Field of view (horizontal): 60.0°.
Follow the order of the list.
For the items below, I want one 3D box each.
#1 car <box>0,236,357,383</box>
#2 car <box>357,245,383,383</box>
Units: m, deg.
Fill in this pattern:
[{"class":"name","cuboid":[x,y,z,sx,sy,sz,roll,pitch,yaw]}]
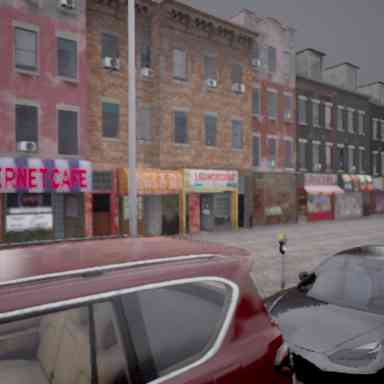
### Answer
[{"class":"car","cuboid":[-1.575,1.318,1.712,5.009,1.841,2.192,-1,0,-35]},{"class":"car","cuboid":[2.734,1.522,4.750,4.313,1.339,1.947,-1,0,-35]}]
